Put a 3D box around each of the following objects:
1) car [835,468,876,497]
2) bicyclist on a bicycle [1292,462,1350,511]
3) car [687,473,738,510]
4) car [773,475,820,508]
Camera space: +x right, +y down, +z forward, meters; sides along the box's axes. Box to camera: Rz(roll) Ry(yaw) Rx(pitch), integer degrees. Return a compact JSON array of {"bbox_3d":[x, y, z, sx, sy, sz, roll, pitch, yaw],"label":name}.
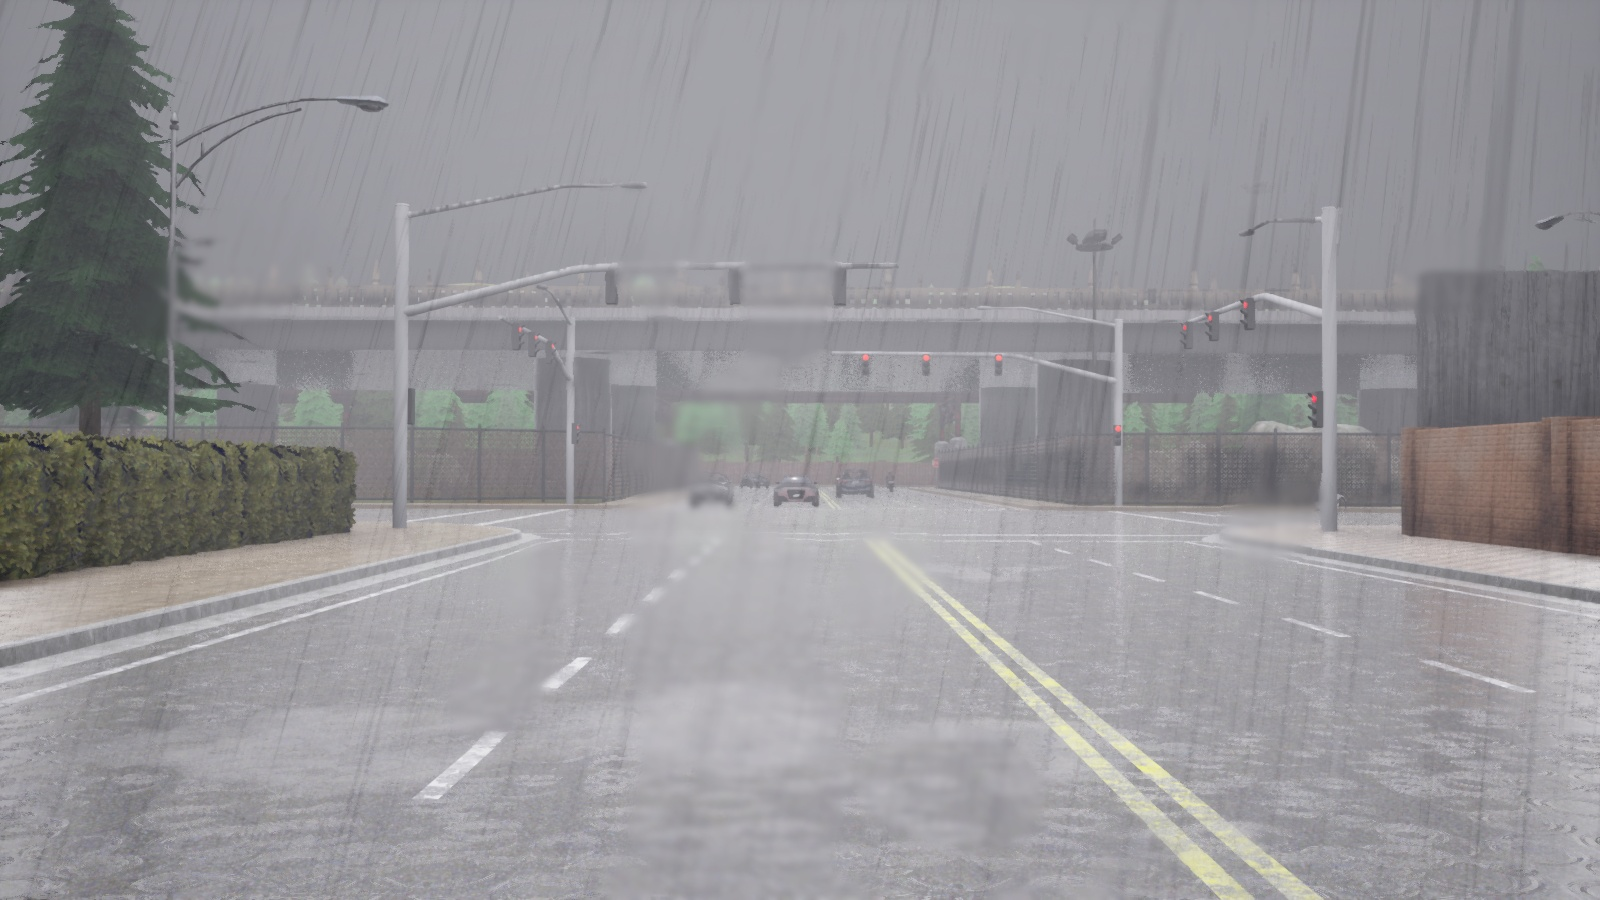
[{"bbox_3d":[3.312,1.906,75.248,2.242,1.667,4.611,0,-1,0],"label":"car"},{"bbox_3d":[18.956,1.319,45.688,1.843,1.776,0.659,0,-1,0],"label":"bicyclist on a bicycle"},{"bbox_3d":[-3.632,1.722,52.718,1.816,1.474,4.193,0,-1,0],"label":"car"},{"bbox_3d":[-0.138,1.819,56.109,1.994,1.385,4.181,0,-1,0],"label":"car"}]
